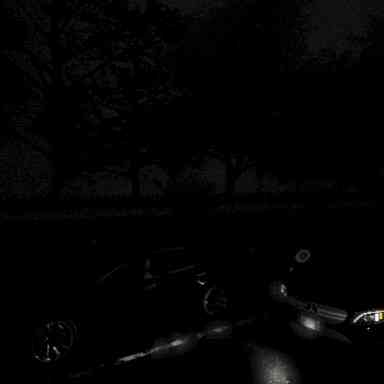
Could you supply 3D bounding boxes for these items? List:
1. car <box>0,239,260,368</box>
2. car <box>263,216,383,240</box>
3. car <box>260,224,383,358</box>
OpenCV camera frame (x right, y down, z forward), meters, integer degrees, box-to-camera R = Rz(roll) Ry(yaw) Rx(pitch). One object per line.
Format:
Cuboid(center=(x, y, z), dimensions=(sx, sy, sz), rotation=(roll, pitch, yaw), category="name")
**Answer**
Cuboid(center=(-1.091, 1.564, 5.780), dimensions=(4.313, 1.339, 1.947), rotation=(0, 0, -36), category="car")
Cuboid(center=(3.419, 1.433, 8.996), dimensions=(4.097, 1.590, 1.967), rotation=(0, 0, -36), category="car")
Cuboid(center=(3.500, 1.520, 5.878), dimensions=(4.674, 1.442, 1.812), rotation=(0, 0, -36), category="car")
